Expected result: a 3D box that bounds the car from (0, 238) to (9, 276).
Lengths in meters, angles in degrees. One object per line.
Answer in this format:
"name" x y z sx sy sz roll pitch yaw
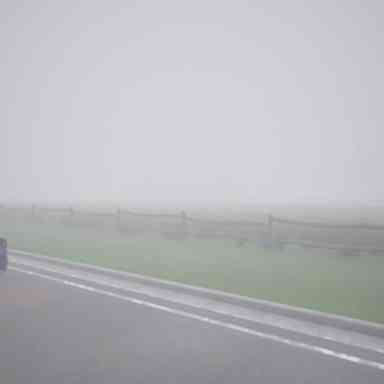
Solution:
"car" -6.796 1.462 8.795 5.008 1.535 1.882 0 0 36
